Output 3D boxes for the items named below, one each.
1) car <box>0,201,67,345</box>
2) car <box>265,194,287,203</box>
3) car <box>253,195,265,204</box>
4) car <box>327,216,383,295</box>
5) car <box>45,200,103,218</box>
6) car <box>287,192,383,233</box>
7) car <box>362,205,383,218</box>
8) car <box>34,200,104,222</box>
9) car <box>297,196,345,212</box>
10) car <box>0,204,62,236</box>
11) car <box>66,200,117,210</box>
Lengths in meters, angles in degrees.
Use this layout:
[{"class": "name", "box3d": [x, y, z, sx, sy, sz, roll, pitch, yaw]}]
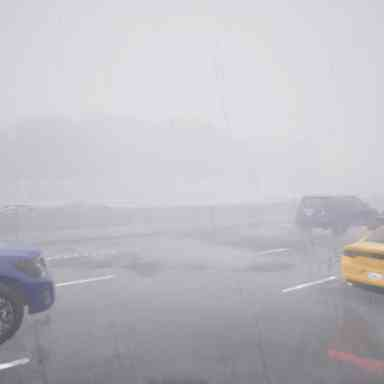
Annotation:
[{"class": "car", "box3d": [-4.911, 1.224, 4.541, 5.566, 2.045, 2.150, 0, 0, -36]}, {"class": "car", "box3d": [12.277, 1.181, 42.626, 5.357, 1.411, 2.033, -2, 1, -35]}, {"class": "car", "box3d": [10.573, 1.119, 45.714, 4.892, 1.490, 1.837, -5, 3, -34]}, {"class": "car", "box3d": [5.523, 1.451, 7.798, 5.008, 1.535, 1.882, 0, 0, -35]}, {"class": "car", "box3d": [-10.840, 1.496, 30.638, 4.674, 1.442, 1.812, 0, 0, -35]}, {"class": "car", "box3d": [7.966, 1.138, 17.990, 5.566, 2.045, 2.150, -1, 0, -35]}, {"class": "car", "box3d": [10.091, 1.420, 15.205, 4.892, 1.490, 1.837, -1, 0, -35]}, {"class": "car", "box3d": [-9.903, 1.453, 27.011, 5.008, 1.535, 1.882, 0, 0, -35]}, {"class": "car", "box3d": [13.694, 1.247, 35.097, 5.357, 1.411, 2.033, -1, 1, -35]}, {"class": "car", "box3d": [-9.992, 1.483, 18.356, 4.902, 1.511, 2.128, 0, 0, -35]}, {"class": "car", "box3d": [-7.370, 1.538, 24.514, 4.181, 1.385, 1.994, 0, 0, -36]}]
